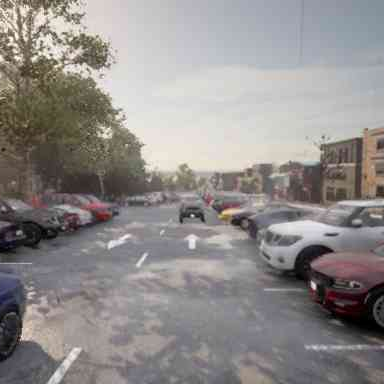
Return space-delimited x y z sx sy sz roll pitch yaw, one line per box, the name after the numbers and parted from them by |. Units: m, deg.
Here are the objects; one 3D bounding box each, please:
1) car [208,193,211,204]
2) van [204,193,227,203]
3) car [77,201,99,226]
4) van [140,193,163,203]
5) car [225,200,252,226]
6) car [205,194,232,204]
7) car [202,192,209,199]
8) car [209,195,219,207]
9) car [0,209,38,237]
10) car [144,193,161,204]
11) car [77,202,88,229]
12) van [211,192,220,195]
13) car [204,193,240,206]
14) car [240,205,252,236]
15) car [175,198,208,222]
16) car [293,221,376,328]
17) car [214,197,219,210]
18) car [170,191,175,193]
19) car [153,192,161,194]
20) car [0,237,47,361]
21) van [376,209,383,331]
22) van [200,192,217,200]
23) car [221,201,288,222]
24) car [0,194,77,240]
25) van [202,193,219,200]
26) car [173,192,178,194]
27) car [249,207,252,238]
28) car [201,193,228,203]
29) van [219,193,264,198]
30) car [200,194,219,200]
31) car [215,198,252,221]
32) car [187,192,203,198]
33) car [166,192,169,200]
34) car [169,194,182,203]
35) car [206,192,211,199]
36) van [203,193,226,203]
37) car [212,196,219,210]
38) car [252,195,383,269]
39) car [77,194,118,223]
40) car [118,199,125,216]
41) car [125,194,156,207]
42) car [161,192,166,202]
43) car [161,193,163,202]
4.692 1.306 42.606 4.553 1.767 2.185 0 0 0 | car
4.594 1.209 65.032 4.442 1.987 1.878 0 0 0 | van
-8.341 1.470 19.844 4.674 1.452 2.002 0 0 0 | car
-8.488 1.210 70.067 4.442 1.987 1.878 0 0 0 | van
4.741 1.429 20.183 5.008 1.535 2.097 0 0 0 | car
4.683 1.308 59.426 4.553 1.767 2.185 0 0 0 | car
4.747 1.181 51.016 5.566 2.045 2.435 0 0 0 | car
4.732 1.430 36.999 5.008 1.535 2.097 0 0 0 | car
-8.368 1.474 11.614 4.792 1.488 2.163 0 0 0 | car
-8.177 1.431 53.414 5.366 1.575 1.946 0 0 0 | car
-8.337 1.434 17.183 5.008 1.535 2.097 0 0 0 | car
4.841 1.205 39.803 4.442 1.987 1.878 0 0 0 | van
4.745 1.182 53.819 5.566 2.045 2.435 0 0 0 | car
4.768 1.467 14.575 4.792 1.488 2.163 0 0 0 | car
-0.143 1.453 26.178 1.837 1.490 4.892 0 0 -4 | car
4.749 1.460 6.166 5.008 1.535 2.097 0 0 0 | car
4.758 1.459 31.393 4.792 1.488 2.163 0 0 0 | car
-8.355 1.094 92.278 5.566 2.045 2.435 0 0 0 | car
-8.397 1.309 58.964 4.553 1.767 2.185 0 0 0 | car
-3.336 1.516 3.162 1.812 1.442 4.674 0 0 0 | car
4.628 1.243 3.362 4.442 1.987 1.878 0 0 0 | van
4.578 1.113 93.072 4.442 1.987 1.878 0 0 0 | van
4.703 1.458 25.786 4.792 1.488 2.163 0 0 0 | car
-8.313 1.187 14.396 5.566 2.045 2.435 0 0 0 | car
4.815 1.155 87.462 4.442 1.987 1.878 0 0 0 | van
-3.296 1.436 86.584 1.994 1.385 4.181 0 0 0 | car
4.745 1.445 11.777 4.892 1.521 2.231 0 0 0 | car
4.736 1.184 70.640 5.566 2.045 2.435 0 0 0 | car
4.848 1.203 28.590 4.442 1.987 1.878 0 0 0 | van
4.702 1.360 90.271 5.008 1.535 2.097 0 0 0 | car
4.549 1.425 22.983 5.366 1.575 1.946 0 0 0 | car
0.076 1.304 44.234 2.097 1.767 4.553 0 0 0 | car
-8.402 1.185 72.843 5.566 2.045 2.435 0 0 0 | car
-3.287 1.551 70.725 1.895 1.301 4.718 0 0 0 | car
4.751 1.306 48.212 4.553 1.767 2.185 0 0 0 | car
4.593 1.209 67.835 4.442 1.987 1.878 0 0 0 | van
4.757 1.459 34.196 4.792 1.488 2.163 0 0 0 | car
4.713 1.201 8.969 5.566 2.045 2.435 0 0 0 | car
-8.316 1.177 22.752 5.566 2.045 2.435 0 0 0 | car
-8.319 1.178 25.413 5.566 2.045 2.435 0 0 0 | car
-8.367 1.434 50.637 4.892 1.521 2.231 0 0 0 | car
-8.397 1.184 64.516 5.566 2.045 2.435 0 0 0 | car
-8.338 1.464 61.741 4.792 1.488 2.163 0 0 0 | car
